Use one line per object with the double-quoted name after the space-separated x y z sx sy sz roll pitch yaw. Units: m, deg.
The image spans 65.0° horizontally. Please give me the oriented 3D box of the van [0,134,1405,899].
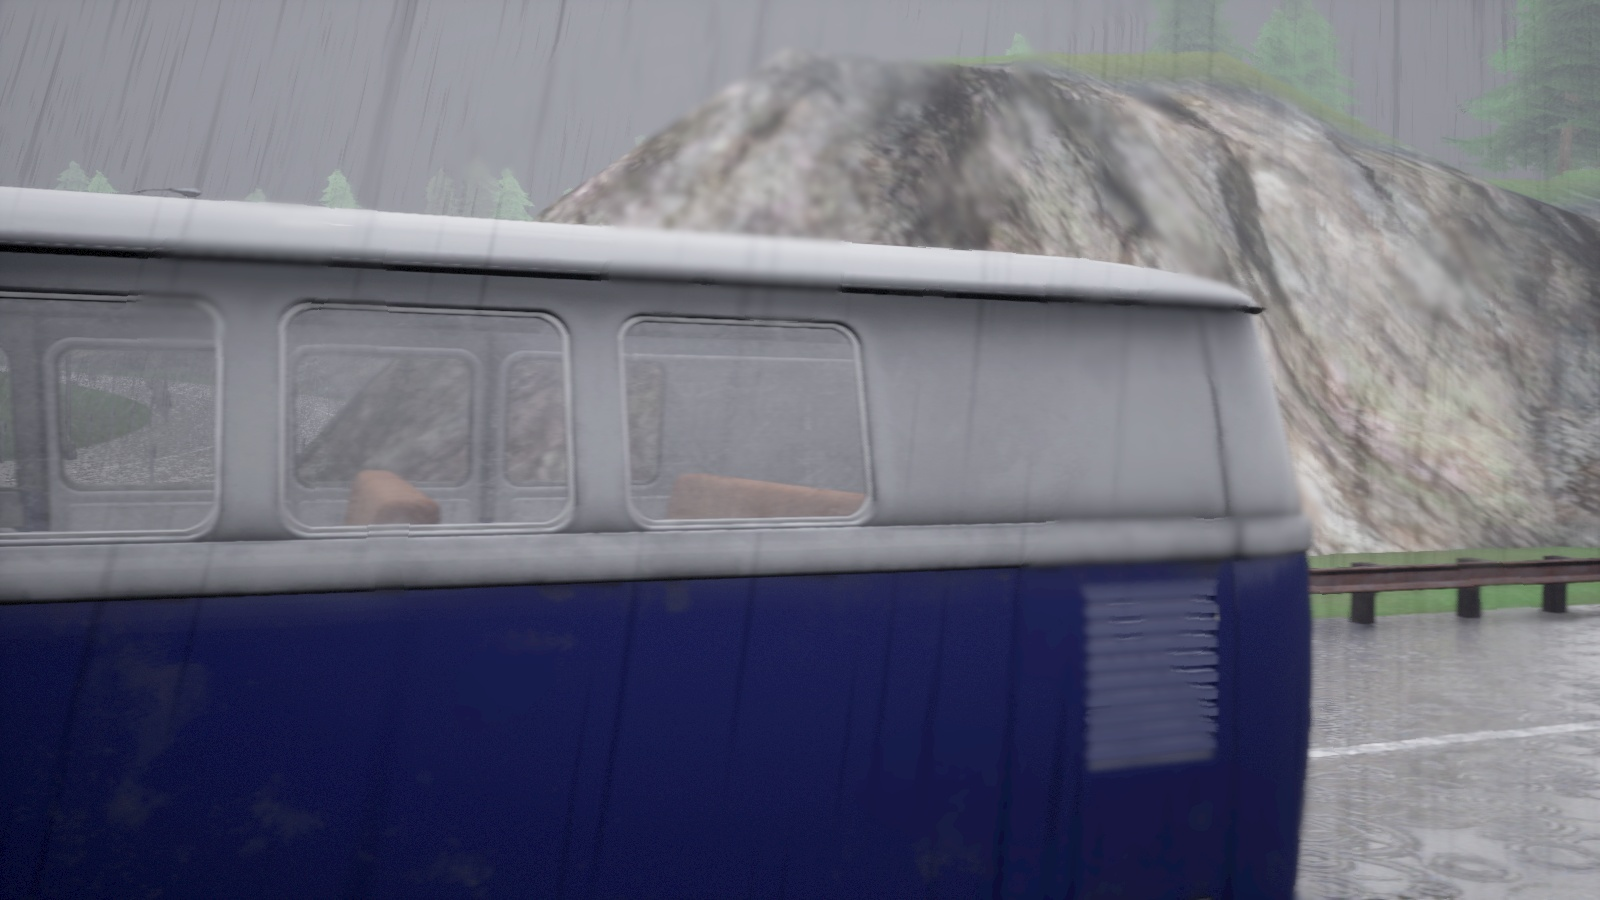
-1.046 0.514 2.839 4.442 1.987 1.775 -1 1 -21 "van"
